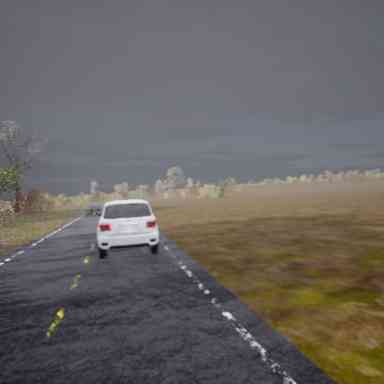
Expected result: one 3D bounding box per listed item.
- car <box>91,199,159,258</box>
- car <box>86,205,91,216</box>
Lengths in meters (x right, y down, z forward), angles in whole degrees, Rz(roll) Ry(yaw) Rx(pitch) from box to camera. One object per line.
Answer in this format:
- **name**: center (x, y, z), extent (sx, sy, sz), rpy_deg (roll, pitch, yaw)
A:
- **car**: center (-2.703, 1.339, 13.836), extent (2.150, 2.045, 5.566), rpy_deg (-3, 0, -12)
- **car**: center (-11.542, 2.106, 39.837), extent (1.895, 1.301, 4.718), rpy_deg (-3, 0, -13)
